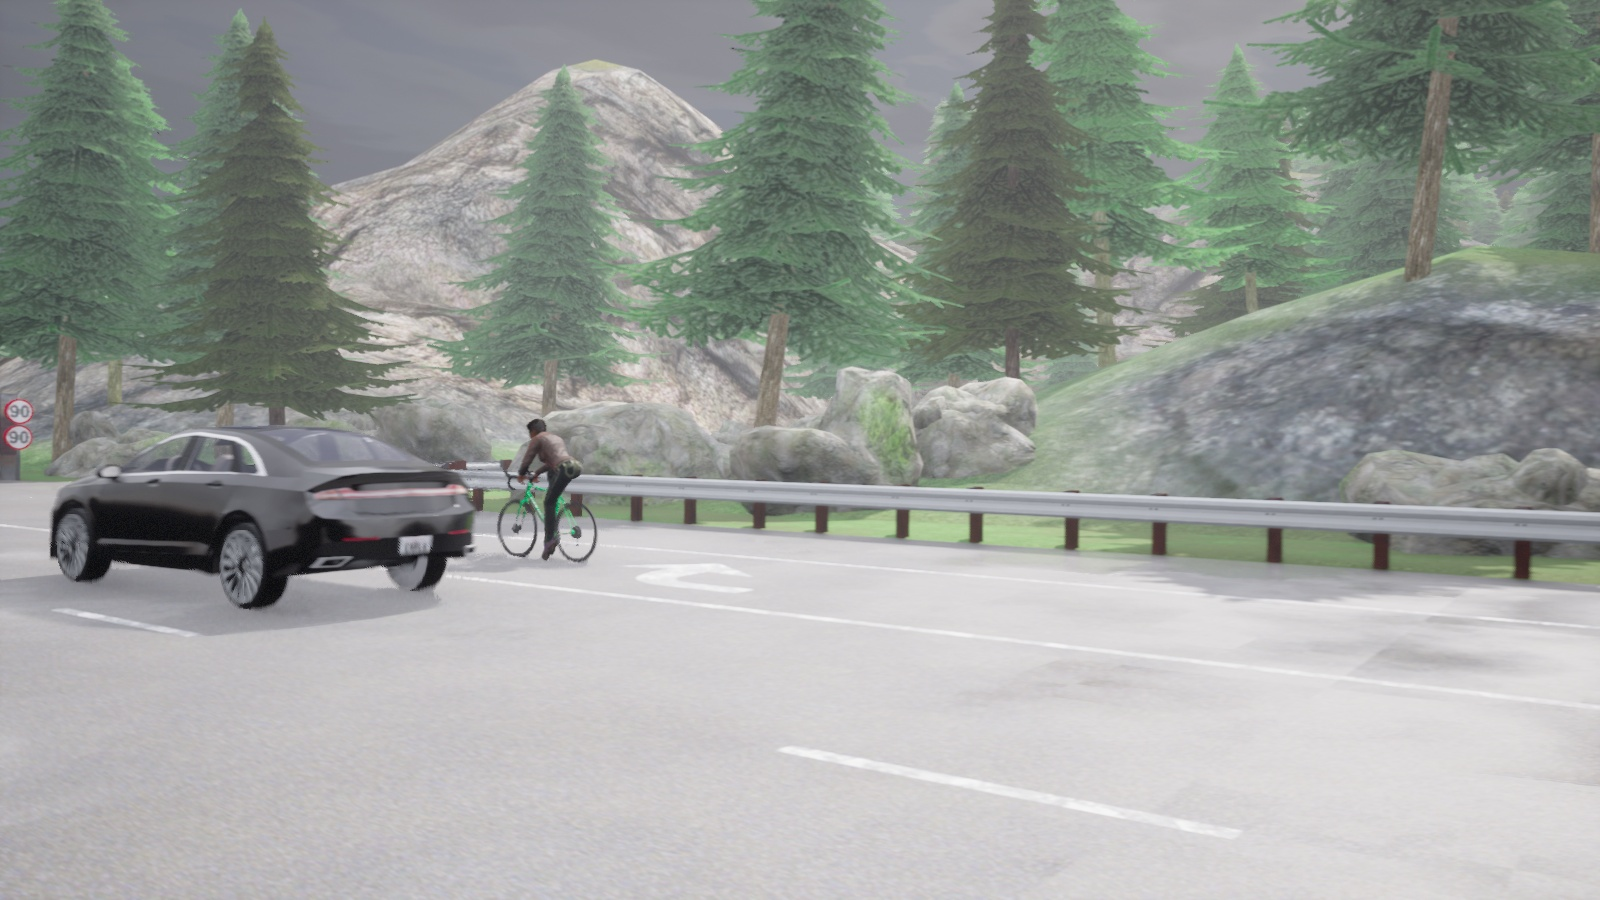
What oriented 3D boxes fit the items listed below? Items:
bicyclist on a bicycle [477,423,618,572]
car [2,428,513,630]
[{"bbox_3d":[-2.903,0.519,14.381,1.656,1.620,0.582,0,1,36],"label":"bicyclist on a bicycle"},{"bbox_3d":[-5.165,0.578,11.697,4.902,1.511,2.128,0,1,36],"label":"car"}]
